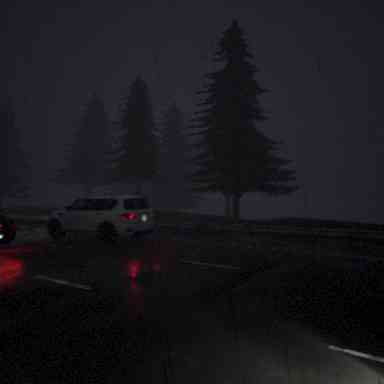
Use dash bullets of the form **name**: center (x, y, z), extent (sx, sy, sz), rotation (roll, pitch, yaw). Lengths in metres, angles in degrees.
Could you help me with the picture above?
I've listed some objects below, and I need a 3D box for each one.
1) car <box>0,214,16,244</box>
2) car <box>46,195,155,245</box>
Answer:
- **car**: center (-9.688, 1.526, 14.386), extent (4.892, 1.490, 1.837), rotation (0, 0, 29)
- **car**: center (-4.333, 1.171, 15.460), extent (5.566, 2.045, 2.150), rotation (0, 0, 31)
